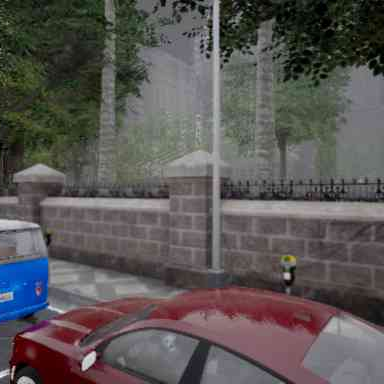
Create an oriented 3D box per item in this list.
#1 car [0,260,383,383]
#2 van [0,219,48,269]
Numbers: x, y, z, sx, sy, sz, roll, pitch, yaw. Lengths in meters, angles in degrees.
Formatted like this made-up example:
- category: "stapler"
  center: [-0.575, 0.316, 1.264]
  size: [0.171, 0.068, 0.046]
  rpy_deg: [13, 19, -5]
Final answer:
- category: "car"
  center: [0.193, 1.544, 2.826]
  size: [4.507, 1.381, 1.887]
  rpy_deg: [0, 0, 35]
- category: "van"
  center: [-4.303, 1.334, 6.033]
  size: [3.998, 1.788, 1.690]
  rpy_deg: [0, 0, 35]
